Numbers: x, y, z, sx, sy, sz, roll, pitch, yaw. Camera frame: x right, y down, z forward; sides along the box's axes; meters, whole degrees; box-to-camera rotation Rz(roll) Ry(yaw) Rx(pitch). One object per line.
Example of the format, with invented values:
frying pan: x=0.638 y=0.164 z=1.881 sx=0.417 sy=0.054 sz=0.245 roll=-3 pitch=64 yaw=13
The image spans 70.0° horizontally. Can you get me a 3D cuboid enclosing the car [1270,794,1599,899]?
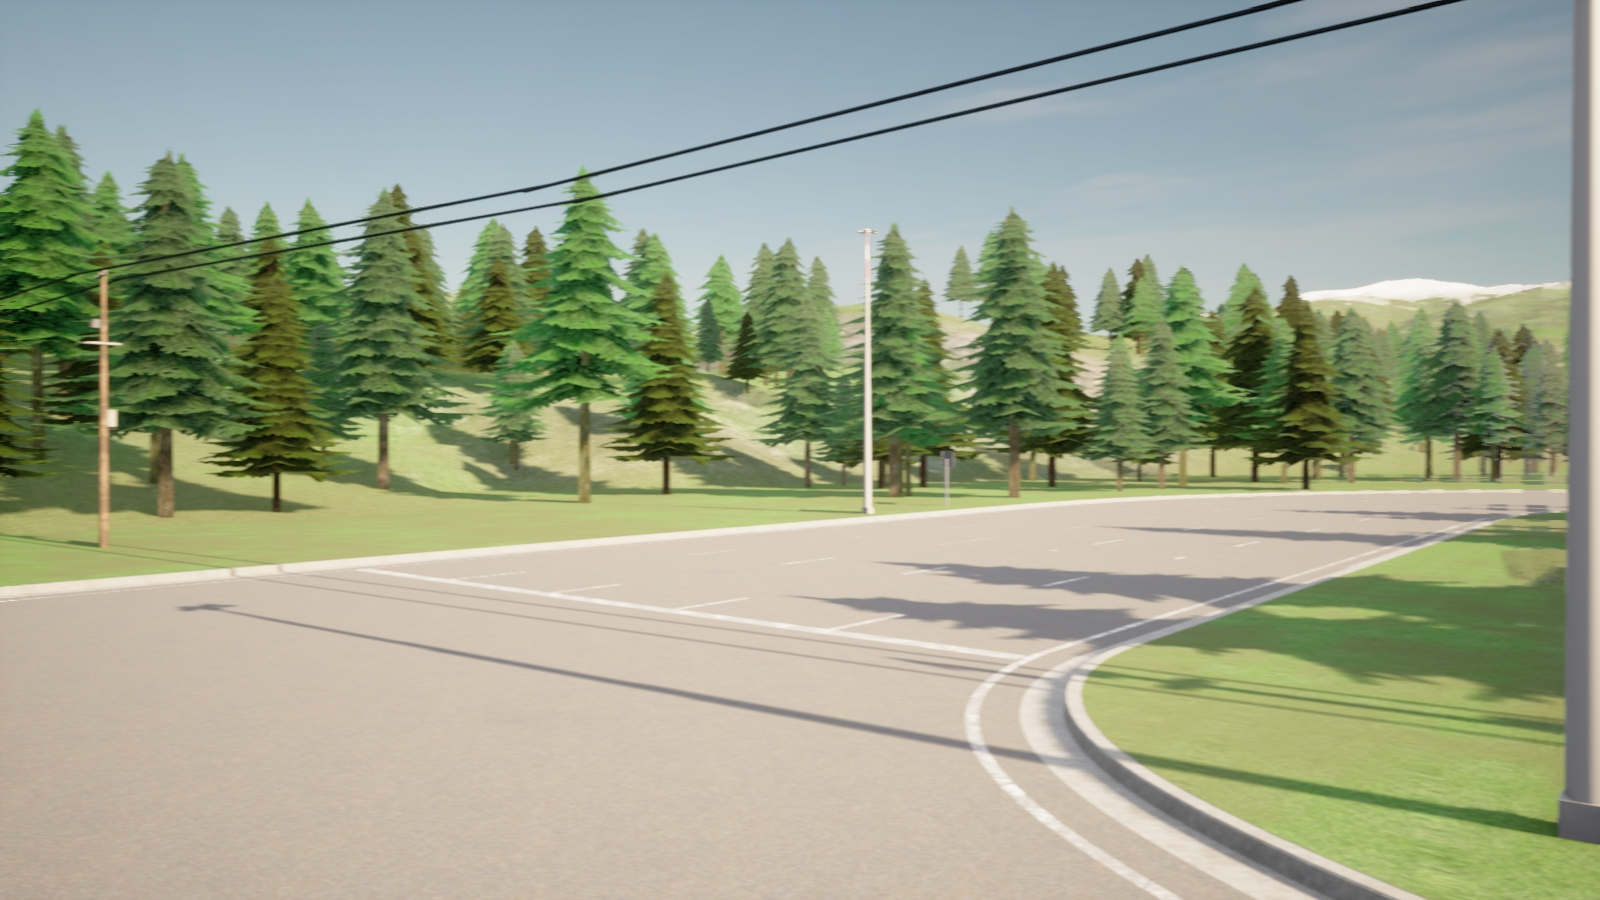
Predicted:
car: x=3.398 y=1.978 z=1.501 sx=5.238 sy=1.638 sz=2.097 roll=0 pitch=0 yaw=34
